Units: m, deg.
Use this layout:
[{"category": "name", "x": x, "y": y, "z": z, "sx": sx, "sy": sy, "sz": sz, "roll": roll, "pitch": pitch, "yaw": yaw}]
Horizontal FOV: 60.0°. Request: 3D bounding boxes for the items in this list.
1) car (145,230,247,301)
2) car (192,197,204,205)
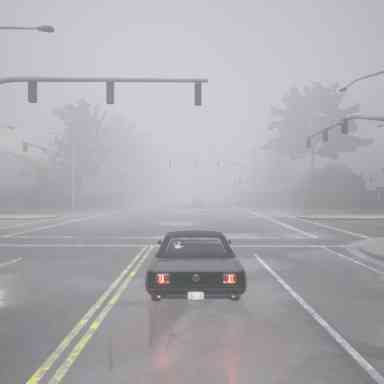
[{"category": "car", "x": 0.065, "y": 1.601, "z": 8.280, "sx": 1.895, "sy": 1.301, "sz": 4.718, "roll": 0, "pitch": 0, "yaw": 0}, {"category": "car", "x": 0.951, "y": 1.525, "z": 56.791, "sx": 1.812, "sy": 1.442, "sz": 4.674, "roll": 0, "pitch": 0, "yaw": 0}]
